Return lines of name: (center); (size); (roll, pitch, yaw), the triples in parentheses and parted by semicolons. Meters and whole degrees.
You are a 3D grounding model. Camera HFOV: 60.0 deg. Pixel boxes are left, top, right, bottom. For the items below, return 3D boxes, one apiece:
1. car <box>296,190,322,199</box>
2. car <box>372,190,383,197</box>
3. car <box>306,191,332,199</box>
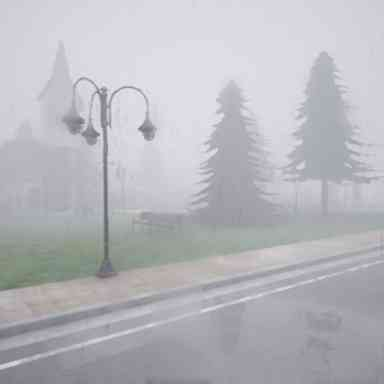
car: (25.332, 0.617, 71.120); (2.007, 1.523, 4.514); (-1, 0, -36)
car: (41.949, 0.400, 73.651); (1.845, 1.501, 3.633); (-1, 0, -36)
car: (27.851, 0.568, 72.990); (2.152, 1.636, 5.027); (-1, 0, -36)
